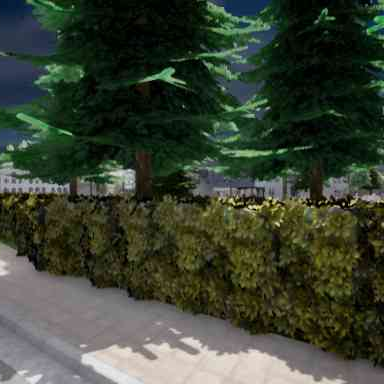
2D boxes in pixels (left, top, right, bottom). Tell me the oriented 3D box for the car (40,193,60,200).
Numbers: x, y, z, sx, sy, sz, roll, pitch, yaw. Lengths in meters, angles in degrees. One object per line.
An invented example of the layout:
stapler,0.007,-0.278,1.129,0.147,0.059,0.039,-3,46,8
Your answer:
car,-36.525,1.070,85.640,4.605,1.855,1.932,0,0,-34

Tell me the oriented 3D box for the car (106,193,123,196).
car,-20.362,1.126,92.766,5.027,1.636,2.152,0,0,-34

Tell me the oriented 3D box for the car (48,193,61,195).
car,-30.145,1.268,74.919,4.514,1.523,2.007,0,0,-34
